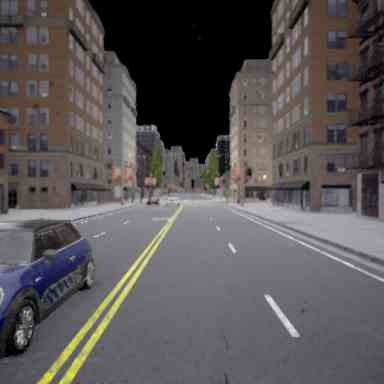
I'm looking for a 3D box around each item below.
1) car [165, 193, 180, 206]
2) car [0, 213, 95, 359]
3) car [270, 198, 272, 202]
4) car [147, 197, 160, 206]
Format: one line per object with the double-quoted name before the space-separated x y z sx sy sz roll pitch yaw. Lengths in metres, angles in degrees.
"car" -3.245 1.271 56.574 2.150 2.045 5.566 0 0 0
"car" -3.351 1.356 6.022 2.097 1.767 4.553 0 0 0
"car" 18.922 1.473 72.023 4.097 1.590 1.967 0 0 0
"car" -6.498 1.524 56.359 1.882 1.535 5.008 0 0 0
